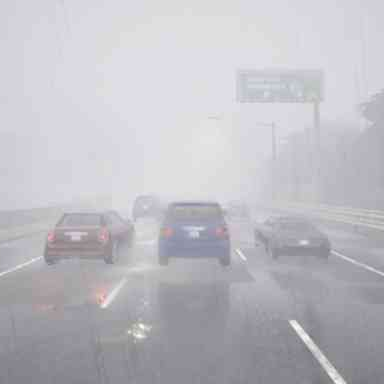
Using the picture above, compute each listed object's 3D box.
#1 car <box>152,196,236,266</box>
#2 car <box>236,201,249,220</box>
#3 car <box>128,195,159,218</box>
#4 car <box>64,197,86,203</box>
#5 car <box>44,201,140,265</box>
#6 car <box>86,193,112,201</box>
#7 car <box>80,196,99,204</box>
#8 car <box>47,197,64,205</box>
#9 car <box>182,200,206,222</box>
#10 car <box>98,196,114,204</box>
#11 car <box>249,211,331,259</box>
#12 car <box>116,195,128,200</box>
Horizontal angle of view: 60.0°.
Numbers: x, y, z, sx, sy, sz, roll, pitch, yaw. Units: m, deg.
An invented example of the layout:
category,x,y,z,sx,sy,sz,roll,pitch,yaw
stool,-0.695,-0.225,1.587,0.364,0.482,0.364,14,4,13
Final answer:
category,x,y,z,sx,sy,sz,roll,pitch,yaw
car,0.087,1.240,11.803,2.150,2.045,5.566,0,0,1
car,3.668,1.513,27.899,2.128,1.511,4.902,0,0,1
car,-3.344,1.244,26.867,2.150,2.045,5.566,0,0,1
car,-17.278,1.499,50.954,1.882,1.535,5.008,0,0,1
car,-3.411,1.370,11.963,2.097,1.767,4.553,0,0,1
car,-13.782,1.243,50.858,2.150,2.045,5.566,0,0,1
car,-20.514,1.560,66.688,2.033,1.411,5.357,0,0,1
car,-20.744,1.568,52.336,2.033,1.411,5.357,0,0,1
car,0.168,1.527,28.004,1.837,1.490,4.892,0,0,1
car,-17.030,1.548,65.826,1.812,1.442,4.674,0,0,1
car,3.595,1.581,12.618,1.994,1.385,4.181,0,0,1
car,-13.535,1.378,65.832,2.097,1.767,4.553,0,0,1
